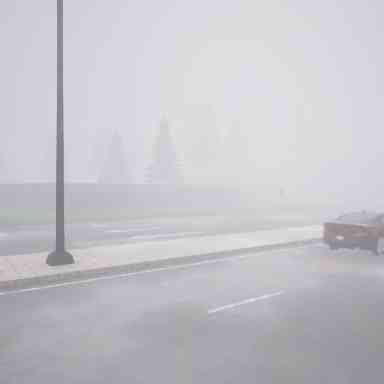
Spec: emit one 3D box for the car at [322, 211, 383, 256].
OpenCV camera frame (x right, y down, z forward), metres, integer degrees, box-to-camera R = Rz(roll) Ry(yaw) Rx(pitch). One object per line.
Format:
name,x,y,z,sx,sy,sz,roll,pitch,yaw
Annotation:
car,7.251,1.477,13.217,5.008,1.535,1.882,0,0,-35
